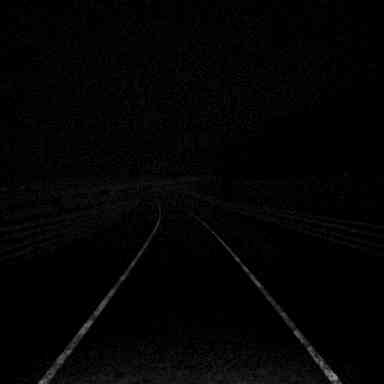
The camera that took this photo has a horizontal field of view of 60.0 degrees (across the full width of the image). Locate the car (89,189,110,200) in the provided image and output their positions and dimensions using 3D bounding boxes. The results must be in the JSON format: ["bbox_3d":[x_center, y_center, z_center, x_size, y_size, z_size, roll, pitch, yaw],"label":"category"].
[{"bbox_3d":[-17.414,0.739,62.433,2.033,1.411,5.357,0,3,11],"label":"car"}]

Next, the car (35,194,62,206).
[{"bbox_3d":[-22.699,1.287,53.266,1.812,1.442,4.674,0,3,11],"label":"car"}]

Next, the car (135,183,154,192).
[{"bbox_3d":[-12.567,-1.039,88.197,2.150,2.045,5.566,0,3,11],"label":"car"}]

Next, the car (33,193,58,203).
[{"bbox_3d":[-25.400,1.063,57.840,1.994,1.385,4.181,0,3,11],"label":"car"}]

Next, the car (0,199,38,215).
[{"bbox_3d":[-21.473,2.054,40.851,1.994,1.385,4.181,0,3,11],"label":"car"}]

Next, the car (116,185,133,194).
[{"bbox_3d":[-17.152,-0.337,82.764,1.895,1.301,4.718,0,3,11],"label":"car"}]
